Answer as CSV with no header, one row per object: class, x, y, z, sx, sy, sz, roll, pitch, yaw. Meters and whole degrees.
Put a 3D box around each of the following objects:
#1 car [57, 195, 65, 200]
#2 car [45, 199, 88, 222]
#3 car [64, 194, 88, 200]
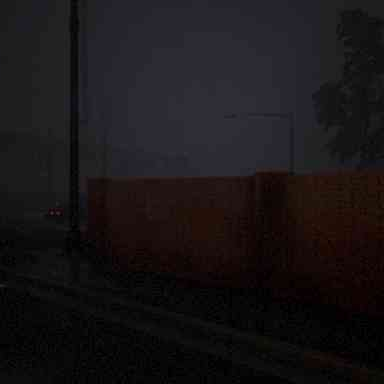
car,-13.343,1.196,37.063,2.150,2.045,5.566,0,0,36
car,-8.476,1.530,25.641,2.033,1.411,5.357,0,0,36
car,-10.520,1.328,34.991,2.097,1.767,4.553,0,0,36
